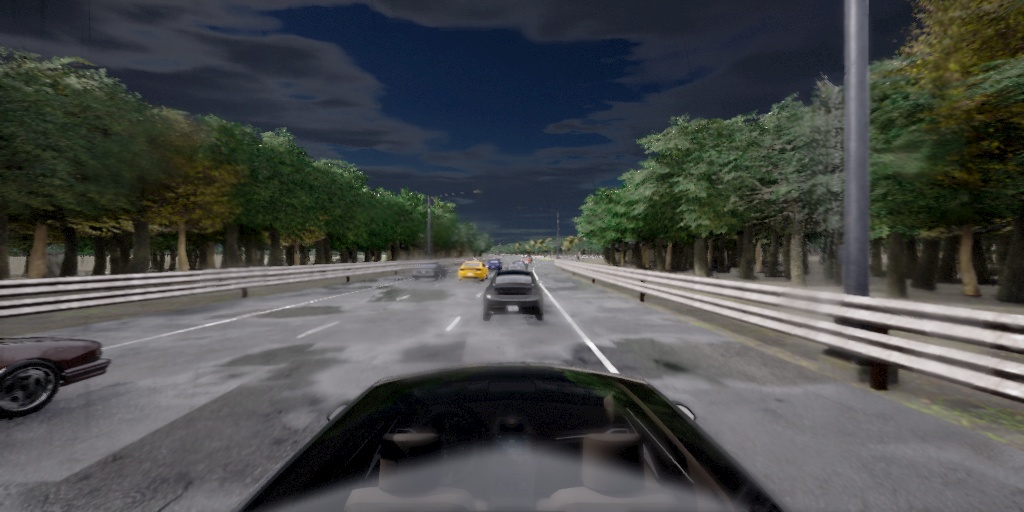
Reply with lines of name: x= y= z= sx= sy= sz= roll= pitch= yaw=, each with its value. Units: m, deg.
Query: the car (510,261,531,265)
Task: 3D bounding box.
car: x=0.389 y=1.306 z=29.046 sx=1.895 sy=1.301 sz=4.718 roll=0 pitch=0 yaw=2

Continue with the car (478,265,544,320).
car: x=0.068 y=1.242 z=12.525 sx=1.837 sy=1.490 sz=4.892 roll=0 pitch=0 yaw=1

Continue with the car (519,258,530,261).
car: x=0.831 y=1.242 z=41.757 sx=1.994 sy=1.385 sz=4.181 roll=0 pitch=0 yaw=2

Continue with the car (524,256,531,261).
car: x=2.047 y=1.195 z=65.014 sx=1.895 sy=1.301 sz=4.718 roll=0 pitch=0 yaw=4

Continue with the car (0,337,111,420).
car: x=-6.902 y=1.292 z=2.797 sx=2.033 sy=1.411 sz=5.357 roll=0 pitch=0 yaw=0

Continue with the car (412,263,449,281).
car: x=-6.517 y=1.245 z=29.164 sx=2.033 sy=1.411 sz=5.357 roll=0 pitch=0 yaw=2

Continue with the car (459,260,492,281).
car: x=-3.008 y=1.179 z=28.920 sx=1.882 sy=1.535 sz=5.008 roll=0 pitch=0 yaw=2

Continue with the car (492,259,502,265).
car: x=-2.298 y=1.180 z=47.982 sx=1.812 sy=1.442 sz=4.674 roll=0 pitch=0 yaw=3
